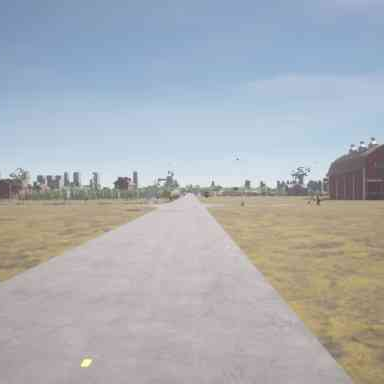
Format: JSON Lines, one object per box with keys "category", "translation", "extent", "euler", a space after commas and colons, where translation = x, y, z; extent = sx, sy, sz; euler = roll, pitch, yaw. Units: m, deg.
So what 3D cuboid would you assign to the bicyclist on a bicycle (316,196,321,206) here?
{"category": "bicyclist on a bicycle", "translation": [19.949, 1.402, 52.569], "extent": [0.582, 1.620, 1.656], "euler": [0, 0, 0]}
